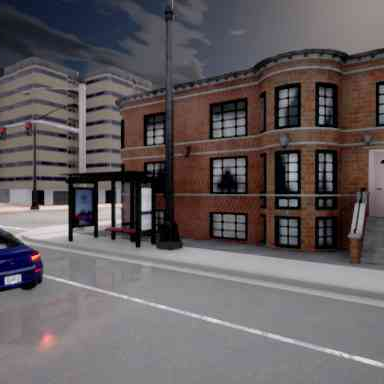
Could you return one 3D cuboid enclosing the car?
[{"bbox_3d":[-5.289,1.507,7.718,4.674,1.442,1.812,0,0,36],"label":"car"}]
